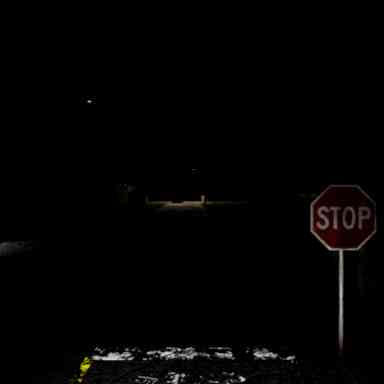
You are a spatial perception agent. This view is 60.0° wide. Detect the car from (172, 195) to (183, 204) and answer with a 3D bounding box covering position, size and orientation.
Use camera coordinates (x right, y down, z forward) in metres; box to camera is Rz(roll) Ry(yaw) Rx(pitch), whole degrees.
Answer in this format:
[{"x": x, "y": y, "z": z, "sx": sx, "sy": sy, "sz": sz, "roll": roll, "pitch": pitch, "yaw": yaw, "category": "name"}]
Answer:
[{"x": -2.893, "y": 1.447, "z": 67.144, "sx": 2.097, "sy": 1.767, "sz": 4.553, "roll": 0, "pitch": 0, "yaw": 0, "category": "car"}]
